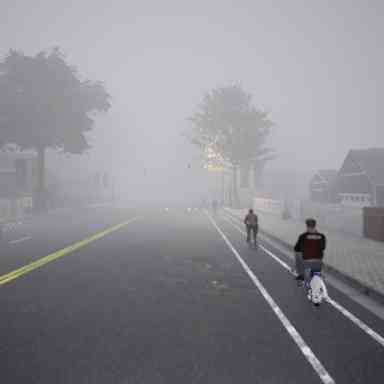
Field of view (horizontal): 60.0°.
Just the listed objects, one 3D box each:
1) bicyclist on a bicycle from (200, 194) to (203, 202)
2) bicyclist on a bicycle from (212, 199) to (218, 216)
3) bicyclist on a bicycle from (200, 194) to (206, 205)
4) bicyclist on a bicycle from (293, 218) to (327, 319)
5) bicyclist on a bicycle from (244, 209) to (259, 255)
[{"bbox_3d":[2.246,1.443,82.106,0.659,1.776,1.843,0,0,0],"label":"bicyclist on a bicycle"},{"bbox_3d":[2.249,1.498,32.521,0.582,1.620,1.656,0,0,0],"label":"bicyclist on a bicycle"},{"bbox_3d":[2.265,1.508,61.139,0.866,1.612,1.509,0,0,0],"label":"bicyclist on a bicycle"},{"bbox_3d":[2.250,1.380,6.503,0.659,1.776,1.843,0,0,0],"label":"bicyclist on a bicycle"},{"bbox_3d":[2.250,1.471,12.528,0.582,1.620,1.656,0,0,0],"label":"bicyclist on a bicycle"}]
